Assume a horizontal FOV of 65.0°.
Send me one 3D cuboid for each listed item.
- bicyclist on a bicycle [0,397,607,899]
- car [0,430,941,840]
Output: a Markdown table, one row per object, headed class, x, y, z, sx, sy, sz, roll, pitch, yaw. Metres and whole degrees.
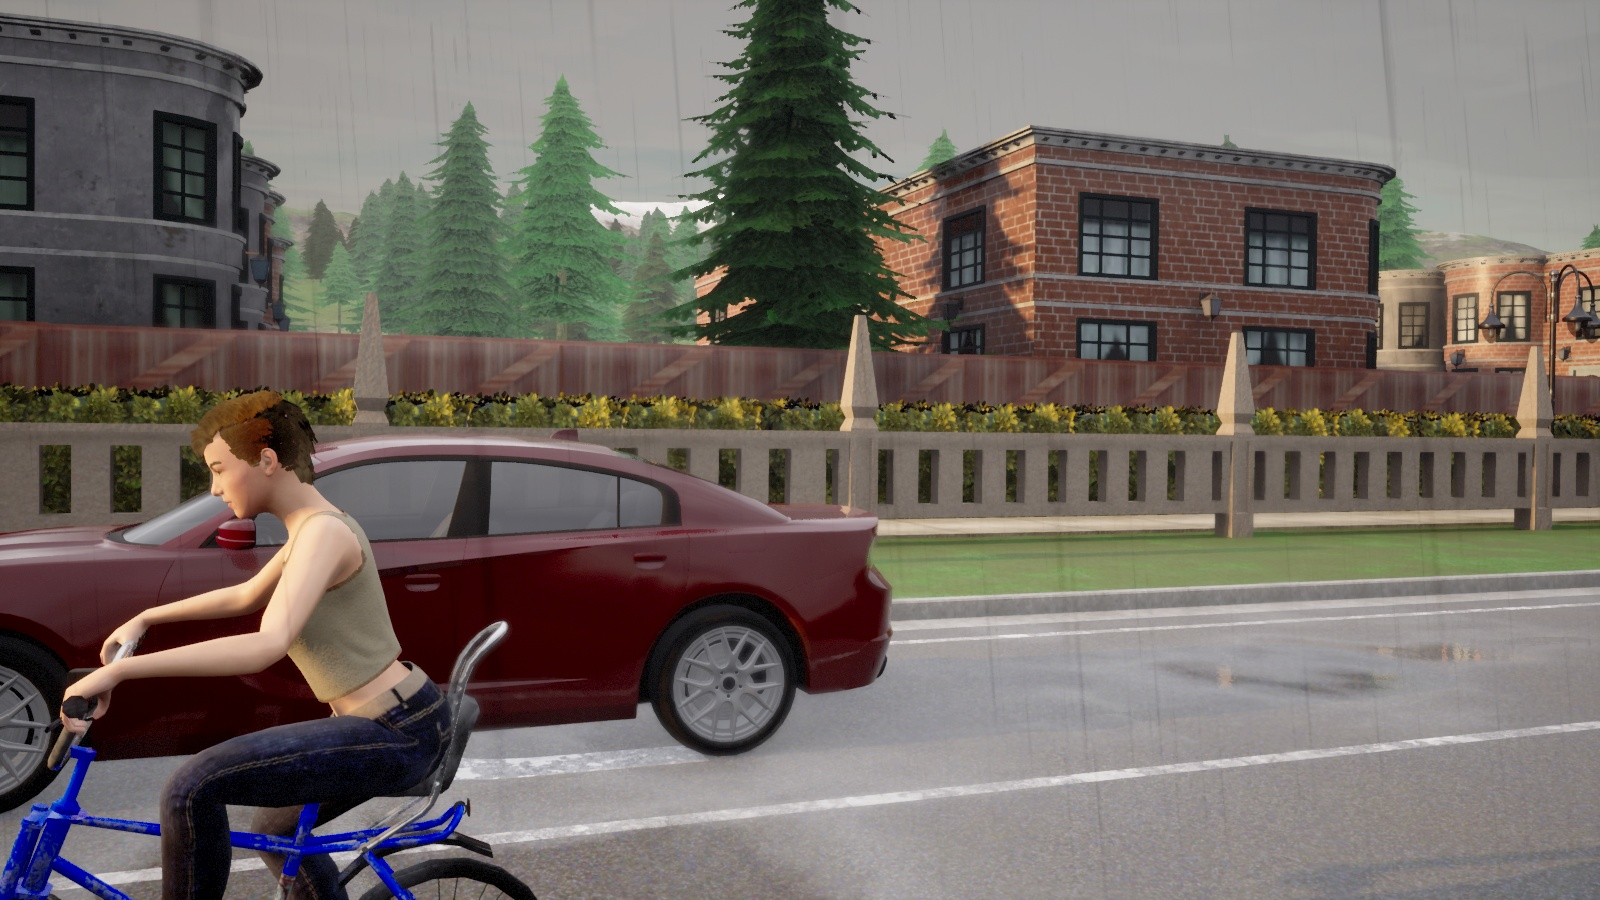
| class | x | y | z | sx | sy | sz | roll | pitch | yaw |
| --- | --- | --- | --- | --- | --- | --- | --- | --- | --- |
| bicyclist on a bicycle | -1.262 | 0.703 | 2.754 | 1.509 | 1.612 | 0.866 | -1 | 1 | -20 |
| car | -1.981 | 0.696 | 6.232 | 5.008 | 1.535 | 1.882 | -1 | 1 | -21 |
